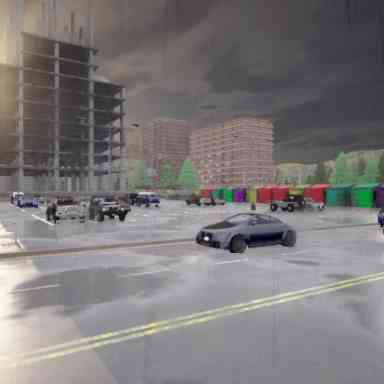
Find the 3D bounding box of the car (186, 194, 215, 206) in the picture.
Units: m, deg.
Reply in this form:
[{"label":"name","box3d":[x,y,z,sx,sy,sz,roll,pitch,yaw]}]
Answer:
[{"label":"car","box3d":[0.907,1.153,50.104,1.932,1.855,4.605,0,0,-32]}]

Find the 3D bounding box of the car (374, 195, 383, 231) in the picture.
[{"label":"car","box3d":[13.697,1.224,20.212,5.566,2.045,2.150,0,0,-31]}]

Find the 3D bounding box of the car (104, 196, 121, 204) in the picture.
[{"label":"car","box3d":[-14.024,1.364,58.481,1.784,1.438,3.905,0,0,-32]}]

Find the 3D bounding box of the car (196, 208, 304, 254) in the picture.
[{"label":"car","box3d":[2.252,1.564,13.453,4.181,1.385,1.994,0,0,-31]}]

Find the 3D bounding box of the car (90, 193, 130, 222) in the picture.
[{"label":"car","box3d":[-6.431,1.156,24.831,1.905,1.878,3.866,0,0,-32]}]

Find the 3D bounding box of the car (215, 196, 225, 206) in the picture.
[{"label":"car","box3d":[3.399,1.364,51.582,1.784,1.438,3.905,0,0,-32]}]

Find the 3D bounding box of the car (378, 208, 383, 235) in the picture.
[{"label":"car","box3d":[10.696,1.222,14.366,5.566,2.045,2.150,0,0,-30]}]

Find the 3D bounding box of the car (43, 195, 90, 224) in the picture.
[{"label":"car","box3d":[-8.915,1.153,23.345,1.932,1.855,4.605,0,0,-32]}]

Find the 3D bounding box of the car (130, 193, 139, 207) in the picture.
[{"label":"car","box3d":[-11.774,1.153,59.944,1.932,1.855,4.605,0,0,-32]}]

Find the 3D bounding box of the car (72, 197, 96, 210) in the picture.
[{"label":"car","box3d":[-13.381,1.395,41.083,1.970,1.475,3.806,0,0,-32]}]

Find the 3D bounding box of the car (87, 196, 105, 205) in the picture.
[{"label":"car","box3d":[-16.481,1.395,56.949,1.970,1.475,3.806,0,0,-32]}]

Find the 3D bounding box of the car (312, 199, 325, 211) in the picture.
[{"label":"car","box3d":[12.661,1.395,36.773,1.970,1.475,3.806,0,0,-32]}]

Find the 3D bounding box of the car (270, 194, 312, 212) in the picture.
[{"label":"car","box3d":[10.199,1.156,35.250,1.905,1.878,3.866,0,0,-32]}]
